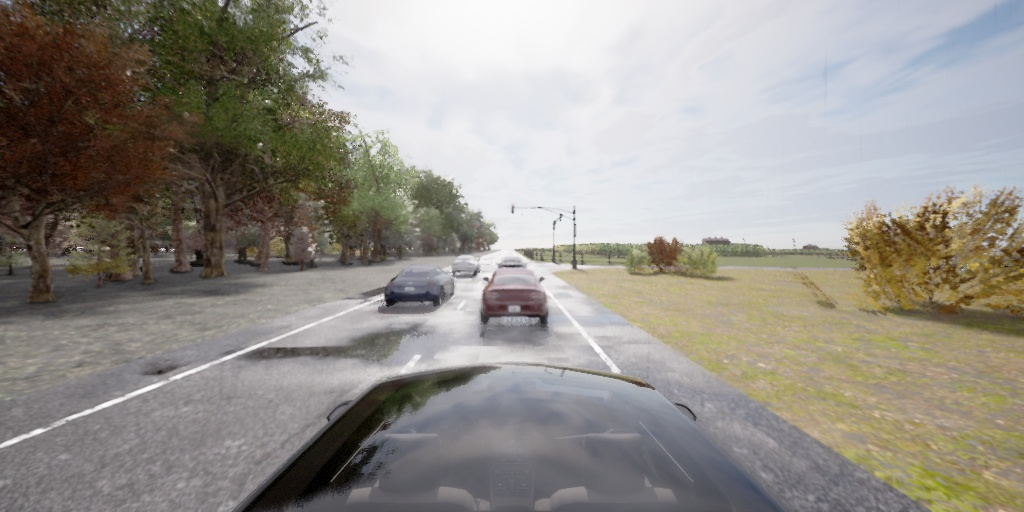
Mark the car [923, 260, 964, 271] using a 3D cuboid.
[{"bbox_3d":[48.735,0.951,41.050,4.181,1.385,1.994,1,0,0],"label":"car"}]

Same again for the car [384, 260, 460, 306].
[{"bbox_3d":[-3.462,1.038,14.101,1.994,1.385,4.181,0,1,0],"label":"car"}]

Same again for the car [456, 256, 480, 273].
[{"bbox_3d":[-3.532,0.691,27.903,1.812,1.442,4.674,0,1,0],"label":"car"}]

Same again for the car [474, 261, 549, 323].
[{"bbox_3d":[0.062,1.068,10.991,1.812,1.442,4.674,0,1,0],"label":"car"}]

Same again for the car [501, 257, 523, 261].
[{"bbox_3d":[-0.007,0.786,22.687,1.837,1.490,4.892,0,1,0],"label":"car"}]
